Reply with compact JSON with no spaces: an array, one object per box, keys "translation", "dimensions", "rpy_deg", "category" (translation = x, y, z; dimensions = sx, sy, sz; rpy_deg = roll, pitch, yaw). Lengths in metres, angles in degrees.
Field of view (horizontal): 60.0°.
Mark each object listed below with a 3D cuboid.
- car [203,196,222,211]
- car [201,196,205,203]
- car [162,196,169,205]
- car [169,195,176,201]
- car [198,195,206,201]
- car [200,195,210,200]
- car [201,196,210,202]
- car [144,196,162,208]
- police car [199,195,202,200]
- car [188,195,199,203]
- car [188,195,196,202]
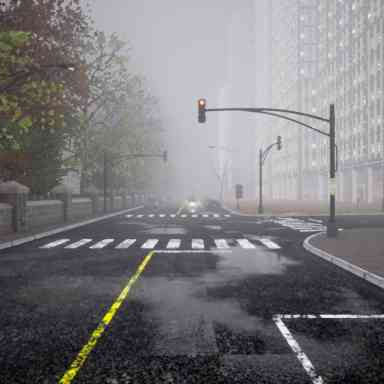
[{"translation":[2.689,1.587,41.506],"dimensions":[1.947,1.339,4.313],"rpy_deg":[0,0,0],"category":"car"},{"translation":[2.689,1.592,47.139],"dimensions":[1.947,1.339,4.313],"rpy_deg":[0,0,0],"category":"car"},{"translation":[-5.691,1.478,58.404],"dimensions":[1.967,1.590,4.097],"rpy_deg":[0,0,0],"category":"car"},{"translation":[-5.692,1.626,86.565],"dimensions":[1.887,1.381,4.507],"rpy_deg":[0,0,0],"category":"car"},{"translation":[2.688,1.642,92.197],"dimensions":[2.008,1.369,4.403],"rpy_deg":[0,0,0],"category":"car"},{"translation":[2.689,1.597,52.771],"dimensions":[1.947,1.339,4.313],"rpy_deg":[0,0,0],"category":"car"},{"translation":[3.146,1.590,76.818],"dimensions":[1.812,1.442,4.674],"rpy_deg":[0,0,0],"category":"car"},{"translation":[-5.691,1.608,47.138],"dimensions":[1.802,1.307,4.206],"rpy_deg":[0,0,0],"category":"car"},{"translation":[3.132,1.478,69.928],"dimensions":[1.930,1.638,5.238],"rpy_deg":[0,0,0],"category":"police car"},{"translation":[0.042,1.566,71.027],"dimensions":[2.128,1.511,4.902],"rpy_deg":[0,0,0],"category":"car"},{"translation":[-0.004,1.570,80.044],"dimensions":[1.837,1.490,4.892],"rpy_deg":[0,0,0],"category":"car"}]
